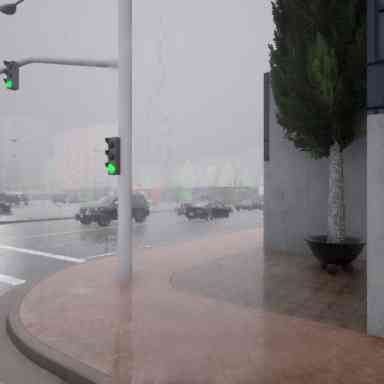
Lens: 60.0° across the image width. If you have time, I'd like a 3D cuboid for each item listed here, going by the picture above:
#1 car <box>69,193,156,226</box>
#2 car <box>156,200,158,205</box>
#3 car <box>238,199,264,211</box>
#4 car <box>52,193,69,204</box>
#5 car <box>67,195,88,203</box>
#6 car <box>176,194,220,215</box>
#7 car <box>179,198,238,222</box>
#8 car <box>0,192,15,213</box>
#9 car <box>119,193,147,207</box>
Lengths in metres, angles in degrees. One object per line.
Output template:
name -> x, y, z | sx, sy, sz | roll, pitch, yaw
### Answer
car -> -5.471, 1.221, 23.707 | 2.150, 2.045, 5.566 | 0, 0, 36
car -> -7.135, 1.395, 52.039 | 3.806, 1.475, 1.970 | 0, 0, 35
car -> 7.197, 1.547, 40.625 | 2.033, 1.411, 5.357 | 0, 0, 37
car -> -23.120, 1.153, 59.806 | 4.605, 1.855, 1.932 | 0, 0, 35
car -> -21.392, 1.364, 62.131 | 3.905, 1.438, 1.784 | 0, 0, 35
car -> 0.798, 1.221, 32.111 | 2.150, 2.045, 5.566 | 0, 0, 37
car -> 1.440, 1.477, 26.783 | 1.882, 1.535, 5.008 | 0, 0, 37
car -> -20.146, 1.156, 33.658 | 3.866, 1.878, 1.905 | 0, 0, 35
car -> -8.820, 1.156, 49.684 | 3.866, 1.878, 1.905 | 0, 0, 35
